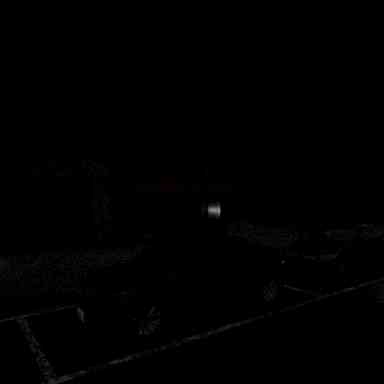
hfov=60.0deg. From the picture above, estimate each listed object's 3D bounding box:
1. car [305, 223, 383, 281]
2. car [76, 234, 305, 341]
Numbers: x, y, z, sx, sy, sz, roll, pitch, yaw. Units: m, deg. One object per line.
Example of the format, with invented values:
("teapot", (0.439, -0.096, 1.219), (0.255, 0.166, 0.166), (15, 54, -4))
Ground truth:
("car", (4.486, 1.582, 9.731), (4.206, 1.307, 1.802), (0, 0, -35))
("car", (0.005, 1.566, 6.539), (4.313, 1.339, 1.947), (0, 0, -35))
